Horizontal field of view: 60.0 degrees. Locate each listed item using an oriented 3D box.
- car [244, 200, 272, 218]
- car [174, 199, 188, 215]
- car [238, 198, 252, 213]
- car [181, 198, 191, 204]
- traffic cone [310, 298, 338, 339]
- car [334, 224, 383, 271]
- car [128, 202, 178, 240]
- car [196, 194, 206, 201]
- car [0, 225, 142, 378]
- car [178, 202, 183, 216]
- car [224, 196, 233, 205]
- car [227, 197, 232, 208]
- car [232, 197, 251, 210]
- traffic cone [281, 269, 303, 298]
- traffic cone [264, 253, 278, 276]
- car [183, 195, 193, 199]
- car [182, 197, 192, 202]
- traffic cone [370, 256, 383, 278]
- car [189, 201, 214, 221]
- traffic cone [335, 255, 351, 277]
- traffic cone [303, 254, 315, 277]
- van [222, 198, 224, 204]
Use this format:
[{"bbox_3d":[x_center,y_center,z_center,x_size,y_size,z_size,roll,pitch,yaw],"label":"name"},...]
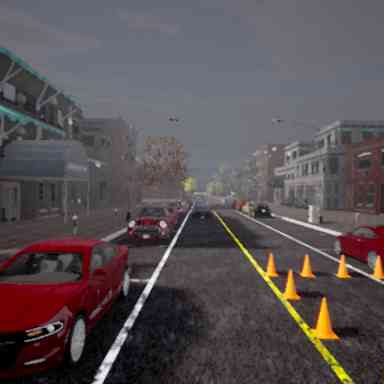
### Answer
[{"bbox_3d":[6.772,1.820,33.315,1.947,1.339,4.313,0,0,1],"label":"car"},{"bbox_3d":[-1.605,1.696,33.511,1.802,1.307,4.206,0,0,1],"label":"car"},{"bbox_3d":[6.908,1.806,39.031,1.752,1.417,4.829,0,0,1],"label":"car"},{"bbox_3d":[-1.475,1.691,39.057,2.008,1.369,4.403,0,0,1],"label":"car"},{"bbox_3d":[2.146,2.015,5.404,0.340,0.580,0.340,1,0,1],"label":"traffic cone"},{"bbox_3d":[6.250,1.734,11.128,1.802,1.307,4.206,0,0,1],"label":"car"},{"bbox_3d":[-1.995,1.478,16.871,1.967,1.590,4.097,0,0,1],"label":"car"},{"bbox_3d":[2.383,1.631,88.396,2.150,2.045,5.566,1,-1,1],"label":"car"},{"bbox_3d":[-2.257,1.532,5.777,1.887,1.381,4.507,0,0,1],"label":"car"},{"bbox_3d":[-1.865,1.608,22.418,1.887,1.381,4.507,0,0,1],"label":"car"},{"bbox_3d":[7.429,1.907,61.219,1.752,1.417,4.829,0,0,1],"label":"car"},{"bbox_3d":[7.294,1.937,55.502,1.802,1.307,4.206,0,0,1],"label":"car"},{"bbox_3d":[7.035,1.620,44.410,2.192,1.841,5.009,0,0,1],"label":"car"},{"bbox_3d":[2.193,2.024,7.404,0.340,0.580,0.340,1,0,1],"label":"traffic cone"},{"bbox_3d":[2.240,2.033,9.403,0.340,0.580,0.340,1,0,1],"label":"traffic cone"},{"bbox_3d":[-0.950,1.556,61.246,2.192,1.841,5.009,0,0,1],"label":"car"},{"bbox_3d":[-1.344,1.747,44.605,1.802,1.307,4.206,0,0,1],"label":"car"},{"bbox_3d":[5.239,2.083,9.332,0.340,0.580,0.340,1,0,1],"label":"traffic cone"},{"bbox_3d":[0.891,1.737,28.643,1.895,1.301,4.718,1,0,2],"label":"car"},{"bbox_3d":[4.239,2.067,9.356,0.340,0.580,0.340,1,0,1],"label":"traffic cone"},{"bbox_3d":[3.240,2.050,9.380,0.340,0.580,0.340,1,0,1],"label":"traffic cone"},{"bbox_3d":[7.557,1.746,66.597,1.690,1.788,3.998,0,0,1],"label":"van"}]
